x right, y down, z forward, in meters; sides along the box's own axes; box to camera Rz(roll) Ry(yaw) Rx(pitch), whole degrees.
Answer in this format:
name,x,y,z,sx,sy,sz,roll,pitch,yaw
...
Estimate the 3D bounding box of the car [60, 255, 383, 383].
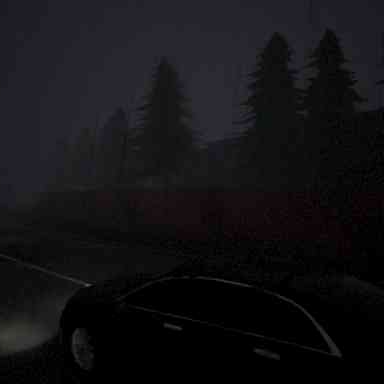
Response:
name,x,y,z,sx,sy,sz,roll,pitch,yaw
car,0.379,1.529,3.908,4.892,1.490,1.837,0,0,37
